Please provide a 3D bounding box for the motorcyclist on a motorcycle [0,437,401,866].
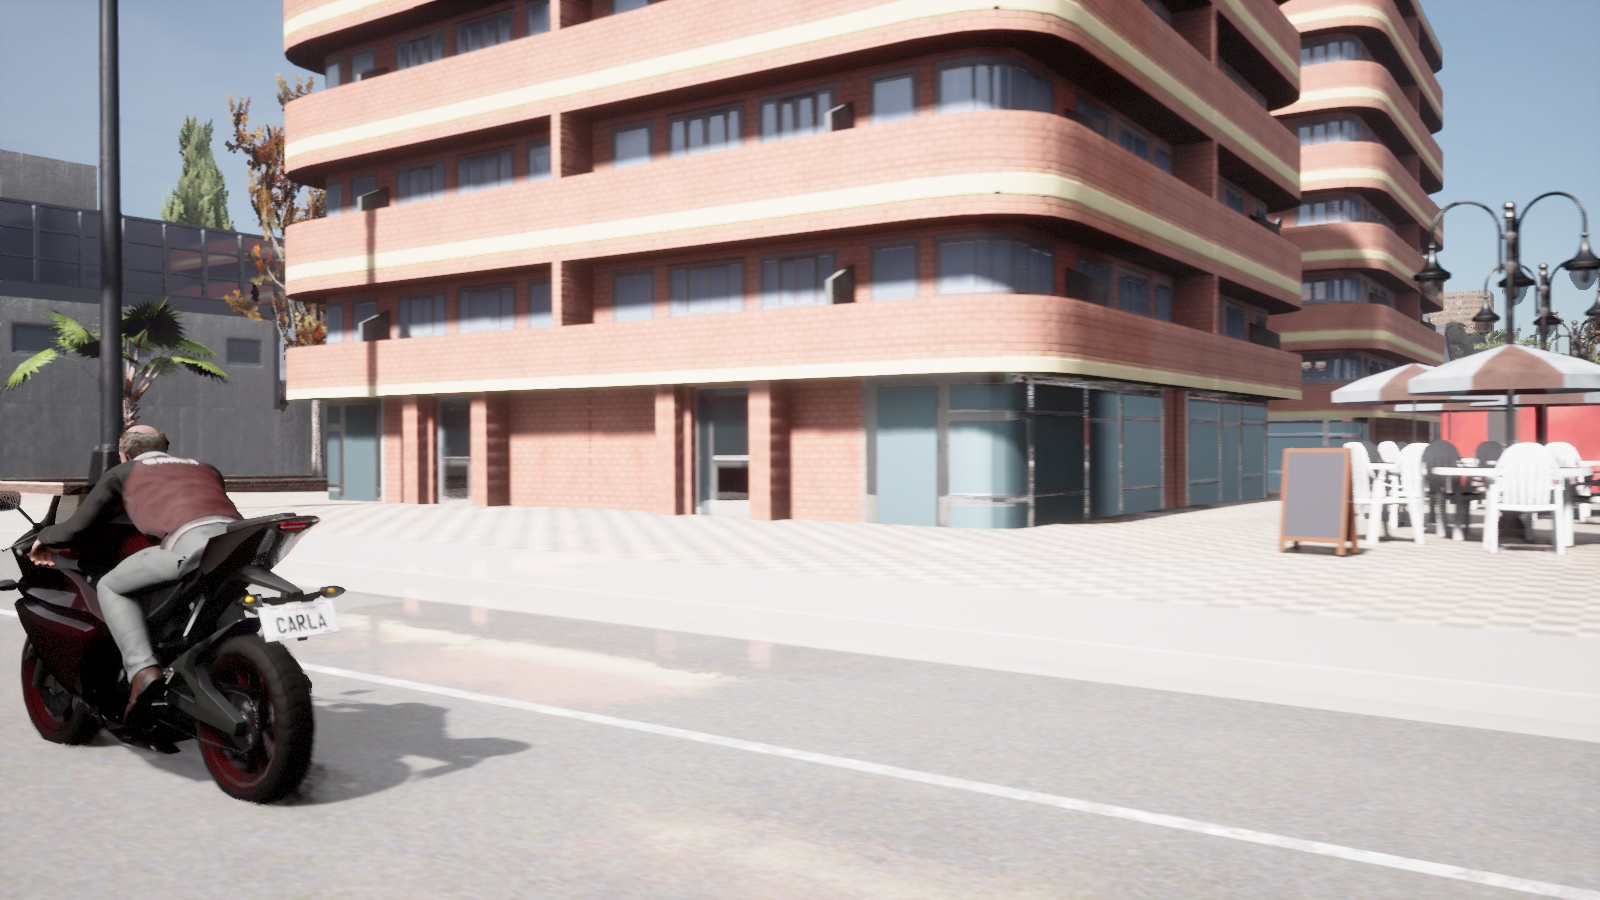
[{"bbox_3d":[-2.811,0.718,5.470,2.191,1.530,0.866,0,1,35],"label":"motorcyclist on a motorcycle"}]
